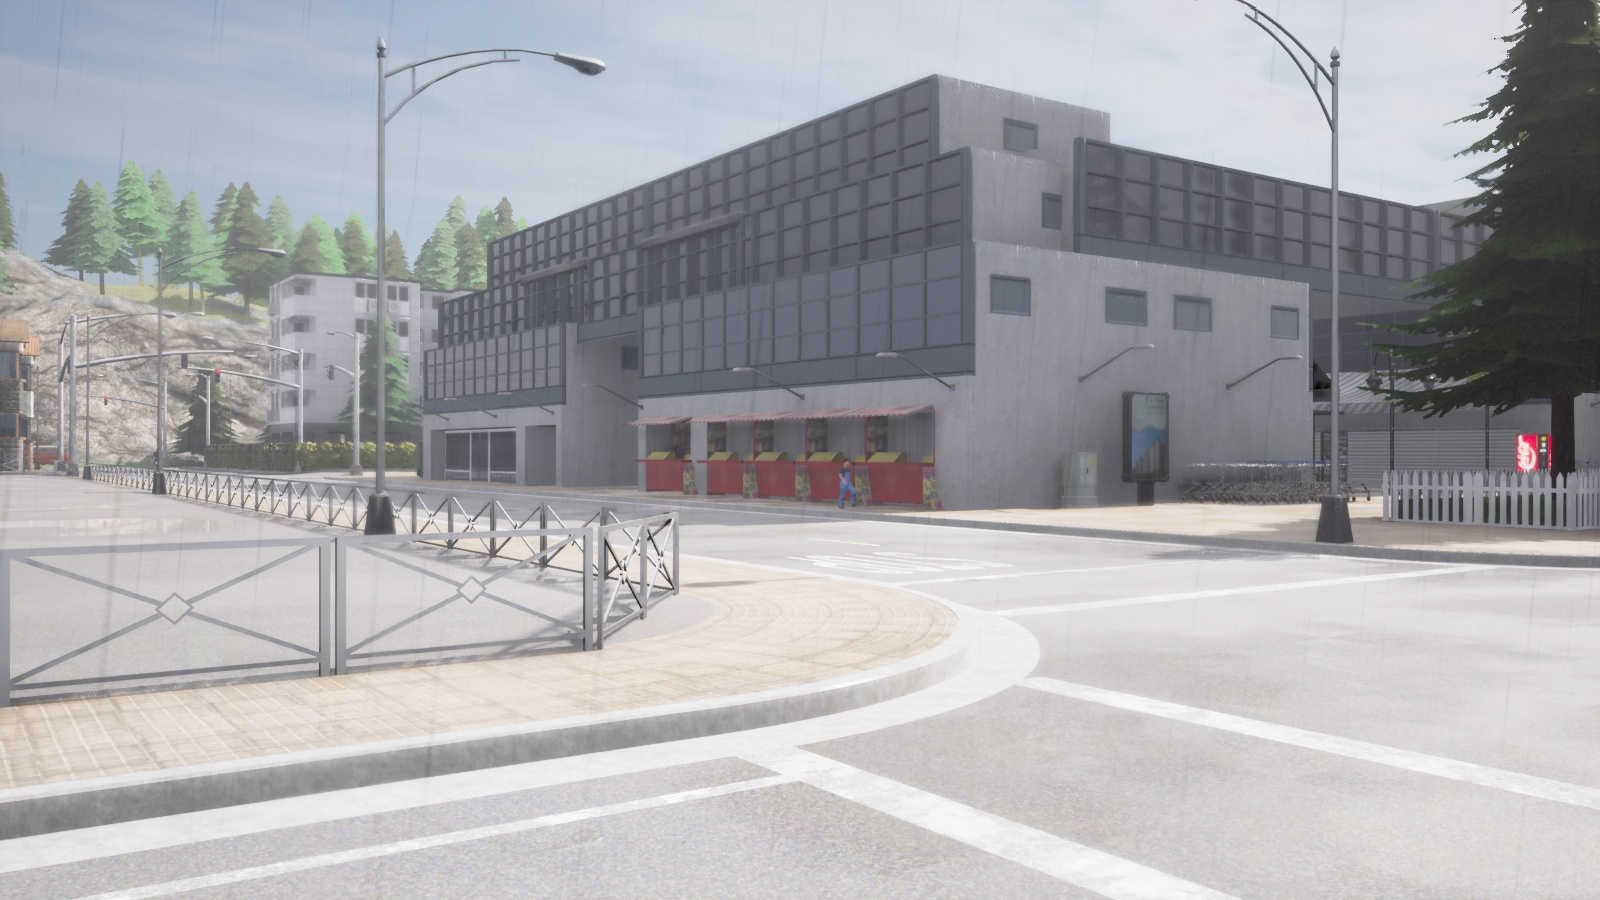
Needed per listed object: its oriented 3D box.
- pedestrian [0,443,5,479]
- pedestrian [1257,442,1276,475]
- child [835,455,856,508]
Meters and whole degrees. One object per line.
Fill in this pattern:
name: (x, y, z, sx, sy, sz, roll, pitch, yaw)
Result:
pedestrian: (-44.235, 0.614, 69.286, 0.788, 1.949, 0.423, 0, 0, 37)
pedestrian: (26.725, 0.510, 71.949, 0.563, 1.883, 0.849, 0, 0, -36)
child: (1.086, 0.741, 29.798, 0.270, 1.263, 0.437, 0, 0, -37)
